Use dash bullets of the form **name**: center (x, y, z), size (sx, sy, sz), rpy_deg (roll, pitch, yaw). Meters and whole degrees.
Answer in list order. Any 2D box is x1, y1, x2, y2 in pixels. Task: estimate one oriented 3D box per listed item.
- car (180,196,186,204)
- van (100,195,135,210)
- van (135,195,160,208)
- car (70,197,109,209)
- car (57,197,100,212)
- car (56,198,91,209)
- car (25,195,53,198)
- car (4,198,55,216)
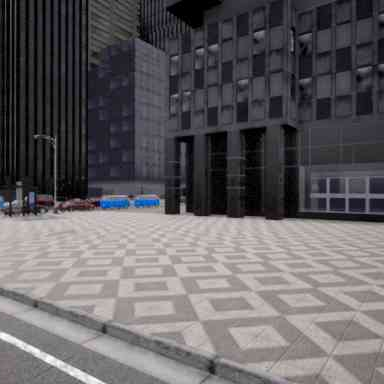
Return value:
- **car**: center (0.454, 1.552, 55.052), size (1.802, 1.307, 4.206), rpy_deg (0, 0, 35)
- **van**: center (-9.420, 1.315, 41.174), size (1.690, 1.788, 3.998), rpy_deg (0, 0, 35)
- **van**: center (-6.129, 1.313, 45.799), size (1.690, 1.788, 3.998), rpy_deg (0, 0, 35)
- **car**: center (-13.790, 1.432, 45.139), size (1.882, 1.535, 5.008), rpy_deg (0, 0, 35)
- **car**: center (-12.712, 1.560, 36.548), size (1.802, 1.307, 4.206), rpy_deg (0, 0, 35)
- **car**: center (-16.368, 1.528, 46.115), size (1.802, 1.307, 4.206), rpy_deg (0, 0, 35)
- **car**: center (-19.658, 1.264, 41.488), size (2.192, 1.841, 5.009), rpy_deg (0, 0, 35)
- **car**: center (-16.004, 1.533, 31.921), size (2.008, 1.369, 4.403), rpy_deg (0, 0, 35)
